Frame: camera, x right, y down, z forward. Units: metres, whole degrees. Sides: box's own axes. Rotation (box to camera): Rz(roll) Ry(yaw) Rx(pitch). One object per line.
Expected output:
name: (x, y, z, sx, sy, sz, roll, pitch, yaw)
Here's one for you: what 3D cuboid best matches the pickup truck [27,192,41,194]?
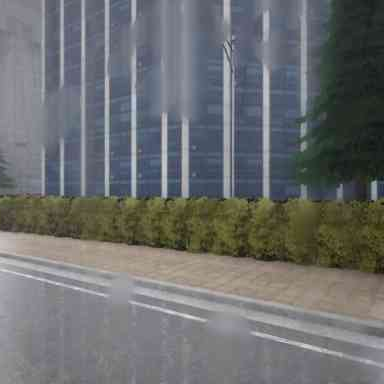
pickup truck: (-33.617, 1.059, 72.137, 6.274, 2.098, 2.390, 0, 0, -26)
